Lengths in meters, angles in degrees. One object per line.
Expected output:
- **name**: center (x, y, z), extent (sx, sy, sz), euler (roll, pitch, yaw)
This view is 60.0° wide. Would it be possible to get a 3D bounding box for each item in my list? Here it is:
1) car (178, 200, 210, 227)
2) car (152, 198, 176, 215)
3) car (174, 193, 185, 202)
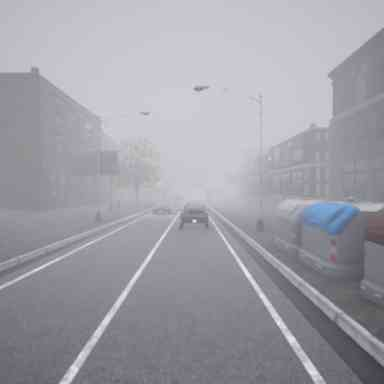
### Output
- **car**: center (0.155, 1.520, 22.702), extent (1.837, 1.490, 4.892), euler (0, 0, 0)
- **car**: center (-3.007, 1.585, 34.671), extent (1.812, 1.442, 4.674), euler (0, 0, 0)
- **car**: center (-2.811, 1.288, 75.687), extent (2.150, 2.045, 5.566), euler (0, 0, 0)
